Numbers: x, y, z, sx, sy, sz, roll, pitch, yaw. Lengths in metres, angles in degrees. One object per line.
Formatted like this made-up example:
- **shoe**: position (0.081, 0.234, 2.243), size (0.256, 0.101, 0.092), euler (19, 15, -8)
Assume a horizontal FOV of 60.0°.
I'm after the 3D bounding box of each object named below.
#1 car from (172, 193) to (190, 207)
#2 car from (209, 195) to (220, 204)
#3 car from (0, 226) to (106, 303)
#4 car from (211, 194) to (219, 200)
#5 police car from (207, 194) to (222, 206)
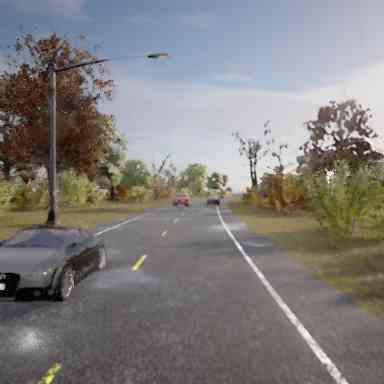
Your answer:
- **car**: position (-1.561, 1.158, 49.399), size (2.150, 2.045, 5.566), euler (0, 0, 5)
- **car**: position (4.217, 1.427, 62.115), size (1.882, 1.535, 5.008), euler (0, 0, 6)
- **car**: position (-3.514, 1.541, 8.065), size (1.994, 1.385, 4.181), euler (0, 0, 1)
- **car**: position (5.991, 1.376, 86.066), size (1.812, 1.442, 4.674), euler (0, 0, 8)
- **police car**: position (3.304, 1.366, 52.311), size (1.930, 1.638, 5.238), euler (0, 0, 5)
